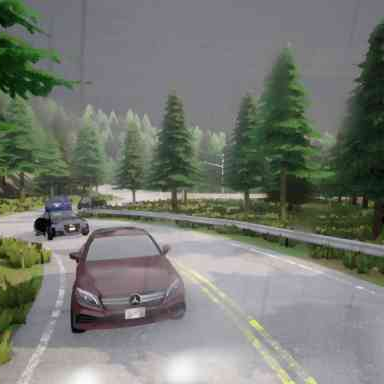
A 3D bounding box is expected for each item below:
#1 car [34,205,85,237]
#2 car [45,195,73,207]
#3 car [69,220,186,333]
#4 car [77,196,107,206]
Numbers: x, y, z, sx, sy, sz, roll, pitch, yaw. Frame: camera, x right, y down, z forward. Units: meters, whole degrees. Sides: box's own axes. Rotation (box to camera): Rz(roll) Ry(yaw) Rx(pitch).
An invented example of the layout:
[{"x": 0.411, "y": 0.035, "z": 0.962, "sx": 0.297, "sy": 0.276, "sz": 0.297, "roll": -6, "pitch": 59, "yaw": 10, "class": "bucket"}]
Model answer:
[{"x": -7.083, "y": 1.663, "z": 17.851, "sx": 1.994, "sy": 1.385, "sz": 4.181, "roll": -4, "pitch": 2, "yaw": -38, "class": "car"}, {"x": -12.880, "y": 1.326, "z": 32.232, "sx": 2.150, "sy": 2.045, "sz": 5.566, "roll": -1, "pitch": 0, "yaw": -18, "class": "car"}, {"x": -1.525, "y": 1.523, "z": 7.094, "sx": 1.812, "sy": 1.442, "sz": 4.674, "roll": -2, "pitch": 0, "yaw": -17, "class": "car"}, {"x": -12.741, "y": 1.289, "z": 42.824, "sx": 2.097, "sy": 1.767, "sz": 4.553, "roll": 2, "pitch": 2, "yaw": 13, "class": "car"}]
